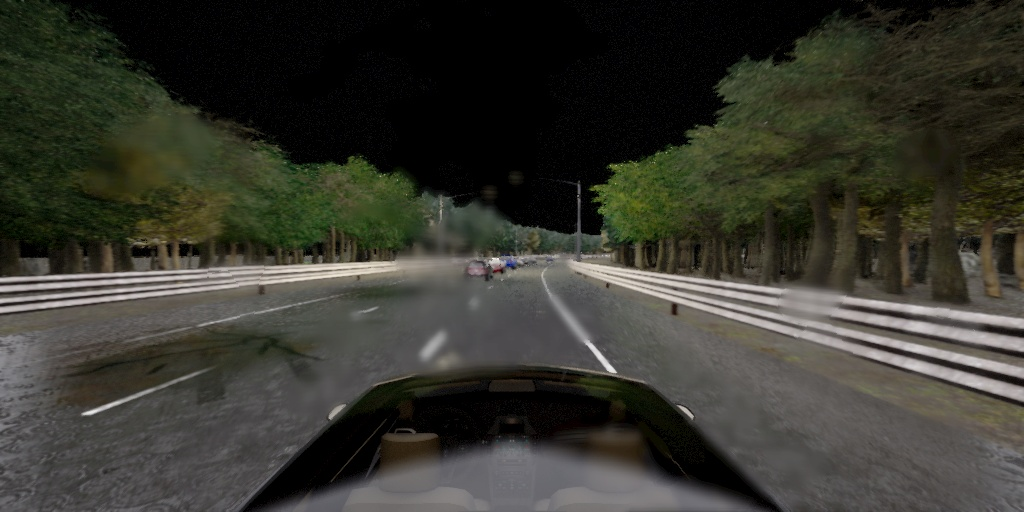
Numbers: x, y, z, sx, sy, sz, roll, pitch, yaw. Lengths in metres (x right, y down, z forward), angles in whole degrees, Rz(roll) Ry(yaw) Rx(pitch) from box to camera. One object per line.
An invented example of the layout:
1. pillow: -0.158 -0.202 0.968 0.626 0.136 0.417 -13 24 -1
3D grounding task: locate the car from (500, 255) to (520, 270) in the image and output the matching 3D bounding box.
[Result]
1. car: -0.572 0.926 51.559 2.150 2.045 5.566 0 0 7

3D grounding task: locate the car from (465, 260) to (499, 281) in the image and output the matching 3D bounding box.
1. car: -2.610 1.166 29.901 2.033 1.649 4.856 0 0 4

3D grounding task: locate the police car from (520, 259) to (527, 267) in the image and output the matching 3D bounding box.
1. police car: 0.869 1.161 62.281 2.038 1.542 4.974 0 0 8

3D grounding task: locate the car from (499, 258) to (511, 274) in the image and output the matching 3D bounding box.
1. car: -1.737 1.241 40.754 2.163 1.488 4.792 0 0 5
